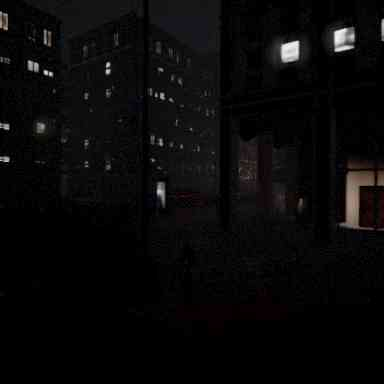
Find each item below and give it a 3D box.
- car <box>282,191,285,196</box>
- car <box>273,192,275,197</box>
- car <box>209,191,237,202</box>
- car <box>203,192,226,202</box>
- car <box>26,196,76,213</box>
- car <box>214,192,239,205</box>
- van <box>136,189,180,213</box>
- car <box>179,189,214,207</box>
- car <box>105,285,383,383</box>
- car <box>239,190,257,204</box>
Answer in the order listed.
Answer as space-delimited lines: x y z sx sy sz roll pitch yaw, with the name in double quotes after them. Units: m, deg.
23.303 0.253 80.836 1.887 1.381 4.507 1 2 35 "car"
9.909 0.798 48.460 1.947 1.339 4.313 1 2 35 "car"
4.792 0.692 50.531 1.882 1.535 5.008 0 1 36 "car"
3.644 0.759 53.248 1.802 1.307 4.206 1 2 35 "car"
-12.738 1.111 30.256 1.887 1.381 4.507 1 2 35 "car"
3.349 0.954 39.254 1.947 1.339 4.313 1 2 35 "car"
-3.209 0.885 30.043 1.690 1.788 3.998 1 2 35 "van"
-0.074 0.608 38.883 2.150 2.045 5.566 0 1 35 "car"
1.685 1.319 1.519 5.009 1.841 2.192 0 0 35 "car"
6.629 0.855 43.856 1.887 1.381 4.507 1 2 35 "car"
